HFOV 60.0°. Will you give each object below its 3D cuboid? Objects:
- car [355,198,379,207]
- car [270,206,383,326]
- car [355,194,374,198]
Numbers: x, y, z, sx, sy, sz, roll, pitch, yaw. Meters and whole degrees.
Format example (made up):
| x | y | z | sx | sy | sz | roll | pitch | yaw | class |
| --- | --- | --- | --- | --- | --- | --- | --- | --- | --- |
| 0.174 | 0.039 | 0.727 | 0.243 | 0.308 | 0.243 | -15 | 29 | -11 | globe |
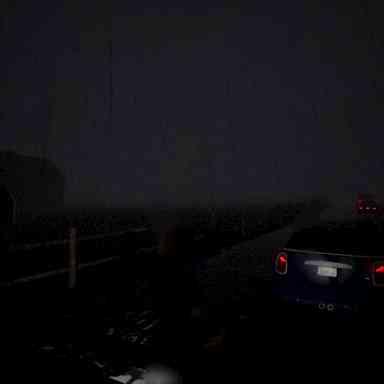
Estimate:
| x | y | z | sx | sy | sz | roll | pitch | yaw | class |
| --- | --- | --- | --- | --- | --- | --- | --- | --- | --- |
| 17.790 | 1.589 | 33.676 | 2.033 | 1.411 | 5.357 | 0 | 0 | 28 | car |
| 3.336 | 1.358 | 7.425 | 2.097 | 1.767 | 4.553 | 0 | 0 | 30 | car |
| 22.408 | 1.286 | 43.006 | 2.150 | 2.045 | 5.566 | 0 | 0 | 26 | car |
